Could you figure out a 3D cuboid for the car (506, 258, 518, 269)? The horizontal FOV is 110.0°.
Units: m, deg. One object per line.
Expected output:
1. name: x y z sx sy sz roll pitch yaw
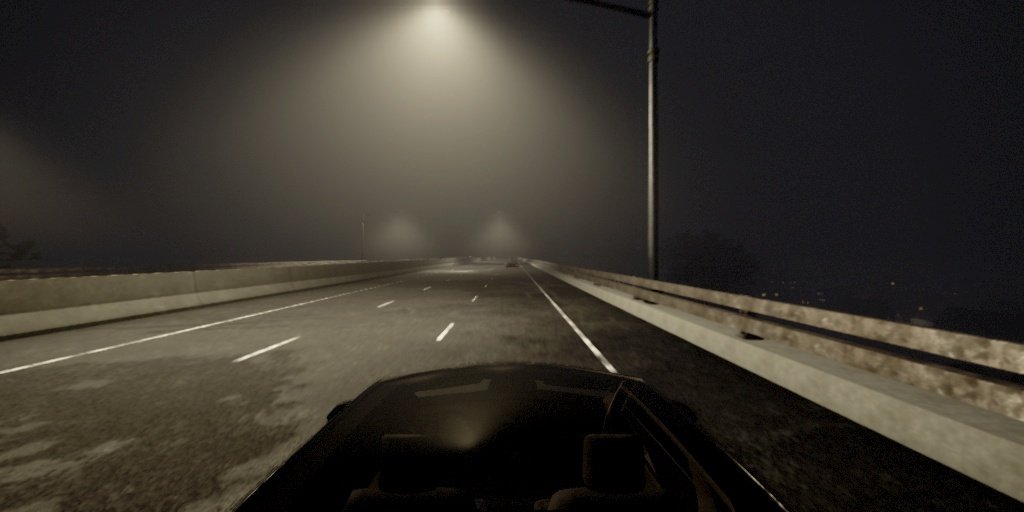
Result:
1. car: 0.007 1.410 56.545 1.895 1.301 4.718 0 0 0
